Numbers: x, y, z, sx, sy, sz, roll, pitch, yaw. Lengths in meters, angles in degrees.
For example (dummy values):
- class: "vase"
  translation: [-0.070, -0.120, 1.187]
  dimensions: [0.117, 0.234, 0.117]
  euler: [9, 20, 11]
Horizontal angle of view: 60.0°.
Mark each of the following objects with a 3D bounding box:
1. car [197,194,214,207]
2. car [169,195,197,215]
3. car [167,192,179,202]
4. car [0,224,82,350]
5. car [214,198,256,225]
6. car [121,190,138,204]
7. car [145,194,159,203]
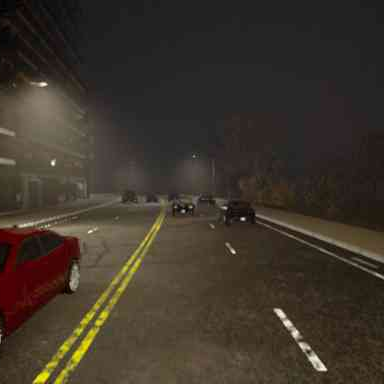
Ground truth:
- class: "car"
  translation: [1.632, 0.988, 39.403]
  dimensions: [2.128, 1.511, 4.902]
  euler: [0, 1, -4]
- class: "car"
  translation: [-0.855, 1.233, 29.107]
  dimensions: [1.895, 1.301, 4.718]
  euler: [0, 1, -4]
- class: "car"
  translation: [-2.890, 0.804, 52.649]
  dimensions: [1.882, 1.535, 5.008]
  euler: [0, 0, -6]
- class: "car"
  translation: [-3.426, 1.410, 5.655]
  dimensions: [1.882, 1.535, 5.008]
  euler: [0, 1, -1]
- class: "car"
  translation: [2.794, 1.235, 21.347]
  dimensions: [1.837, 1.490, 4.892]
  euler: [0, 1, -3]
- class: "car"
  translation: [-9.124, 0.700, 49.102]
  dimensions: [2.150, 2.045, 5.566]
  euler: [0, 1, -6]
- class: "car"
  translation: [-5.893, 0.986, 49.473]
  dimensions: [2.033, 1.411, 5.357]
  euler: [0, 1, -6]
